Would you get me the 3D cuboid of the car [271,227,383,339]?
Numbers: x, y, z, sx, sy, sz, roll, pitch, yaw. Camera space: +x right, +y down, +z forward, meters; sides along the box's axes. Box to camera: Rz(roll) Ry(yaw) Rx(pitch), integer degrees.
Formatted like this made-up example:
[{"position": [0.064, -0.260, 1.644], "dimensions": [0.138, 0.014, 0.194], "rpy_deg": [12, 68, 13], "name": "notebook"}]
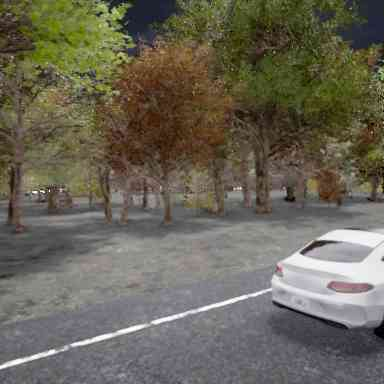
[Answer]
[{"position": [3.453, 1.393, 6.214], "dimensions": [4.674, 1.442, 1.812], "rpy_deg": [-1, 1, -36], "name": "car"}]
